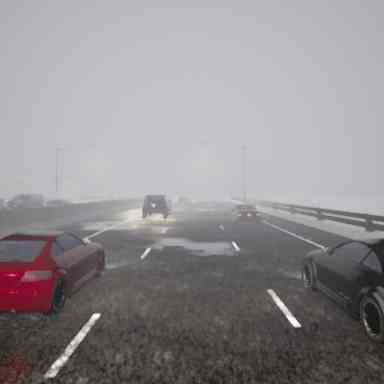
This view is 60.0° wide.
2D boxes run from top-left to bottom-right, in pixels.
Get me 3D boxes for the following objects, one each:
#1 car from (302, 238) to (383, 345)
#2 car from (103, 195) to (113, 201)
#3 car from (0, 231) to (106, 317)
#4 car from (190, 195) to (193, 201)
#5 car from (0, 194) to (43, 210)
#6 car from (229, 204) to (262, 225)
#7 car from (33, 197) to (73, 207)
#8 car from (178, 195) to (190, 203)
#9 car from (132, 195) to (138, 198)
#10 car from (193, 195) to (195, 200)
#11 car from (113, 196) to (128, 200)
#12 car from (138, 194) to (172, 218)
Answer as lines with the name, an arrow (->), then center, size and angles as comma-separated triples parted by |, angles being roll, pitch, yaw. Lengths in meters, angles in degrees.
car -> 3.626, 1.564, 6.366 | 1.994, 1.385, 4.181 | 0, 0, 0
car -> -19.213, 1.426, 77.465 | 1.812, 1.442, 4.674 | 0, 0, 3
car -> -3.368, 1.562, 7.544 | 1.994, 1.385, 4.181 | 0, 0, 0
car -> -1.508, 1.645, 81.468 | 1.812, 1.442, 4.674 | 0, 0, 3
car -> -17.219, 1.231, 34.322 | 2.150, 2.045, 5.566 | 0, 0, 1
car -> 3.797, 1.556, 24.385 | 2.033, 1.411, 5.357 | 0, 0, 1
car -> -13.730, 1.486, 33.696 | 1.882, 1.535, 5.008 | 0, 0, 1
car -> -2.000, 1.592, 70.512 | 1.837, 1.490, 4.892 | 0, 0, 2
car -> -12.302, 1.519, 75.332 | 2.128, 1.511, 4.902 | 0, 0, 3
car -> -0.946, 1.585, 92.422 | 2.033, 1.649, 4.856 | 0, 0, 3
car -> -15.798, 1.543, 75.490 | 1.994, 1.385, 4.181 | 0, 0, 3
car -> -3.106, 1.231, 30.070 | 2.150, 2.045, 5.566 | 0, 0, 1
